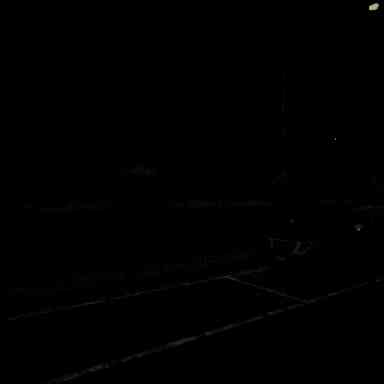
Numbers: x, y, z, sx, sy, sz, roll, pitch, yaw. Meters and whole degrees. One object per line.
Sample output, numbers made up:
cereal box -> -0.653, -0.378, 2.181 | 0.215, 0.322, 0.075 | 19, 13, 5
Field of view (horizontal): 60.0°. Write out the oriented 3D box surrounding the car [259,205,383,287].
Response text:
car -> 4.189, 1.313, 9.519 | 5.009, 1.841, 2.192 | 0, 0, -35
